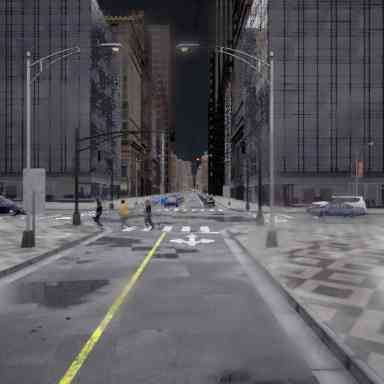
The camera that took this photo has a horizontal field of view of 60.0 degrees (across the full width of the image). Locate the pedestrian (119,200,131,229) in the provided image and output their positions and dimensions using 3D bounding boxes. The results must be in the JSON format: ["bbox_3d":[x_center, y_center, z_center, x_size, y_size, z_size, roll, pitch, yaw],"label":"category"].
[{"bbox_3d":[-3.969,1.286,19.657,0.375,1.860,0.375,0,0,0],"label":"pedestrian"}]

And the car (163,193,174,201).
[{"bbox_3d":[-5.469,1.204,78.595,2.192,1.841,5.009,0,0,0],"label":"car"}]

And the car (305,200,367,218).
[{"bbox_3d":[13.762,1.742,31.940,5.357,1.411,2.033,1,0,0],"label":"car"}]

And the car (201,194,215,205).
[{"bbox_3d":[2.901,1.508,55.944,1.947,1.339,4.313,0,0,0],"label":"car"}]

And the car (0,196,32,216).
[{"bbox_3d":[-16.317,1.135,28.669,4.553,1.767,2.097,1,0,0],"label":"car"}]

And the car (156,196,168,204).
[{"bbox_3d":[-5.586,1.513,61.650,1.802,1.307,4.206,0,0,0],"label":"car"}]

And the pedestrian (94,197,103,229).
[{"bbox_3d":[-5.176,1.135,18.461,0.375,1.860,0.375,0,0,0],"label":"pedestrian"}]

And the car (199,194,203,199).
[{"bbox_3d":[3.015,1.487,72.891,1.802,1.307,4.206,0,0,0],"label":"car"}]

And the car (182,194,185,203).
[{"bbox_3d":[-2.829,1.502,58.459,1.994,1.385,4.181,0,0,1],"label":"car"}]

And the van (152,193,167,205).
[{"bbox_3d":[-5.624,1.283,56.001,1.690,1.788,3.998,0,0,0],"label":"van"}]

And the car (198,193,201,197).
[{"bbox_3d":[3.093,1.418,84.189,1.887,1.381,4.507,0,0,0],"label":"car"}]

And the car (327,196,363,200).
[{"bbox_3d":[15.412,1.449,35.176,5.566,2.045,2.150,1,0,1],"label":"car"}]

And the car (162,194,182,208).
[{"bbox_3d":[-2.911,1.433,48.500,1.882,1.535,5.008,0,0,0],"label":"car"}]

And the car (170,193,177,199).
[{"bbox_3d":[-5.355,1.179,95.436,1.690,1.788,3.998,0,0,0],"label":"car"}]

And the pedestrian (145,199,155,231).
[{"bbox_3d":[-2.470,1.287,19.061,0.375,1.860,0.375,0,0,0],"label":"pedestrian"}]
